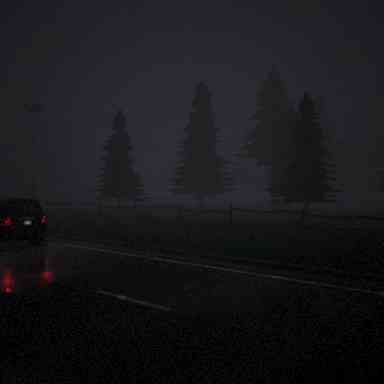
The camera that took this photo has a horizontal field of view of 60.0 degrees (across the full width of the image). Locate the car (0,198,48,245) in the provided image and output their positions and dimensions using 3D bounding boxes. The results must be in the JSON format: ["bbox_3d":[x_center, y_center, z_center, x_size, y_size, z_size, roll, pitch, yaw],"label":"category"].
[{"bbox_3d":[-8.416,1.256,14.169,5.566,2.045,2.150,0,0,35],"label":"car"}]
